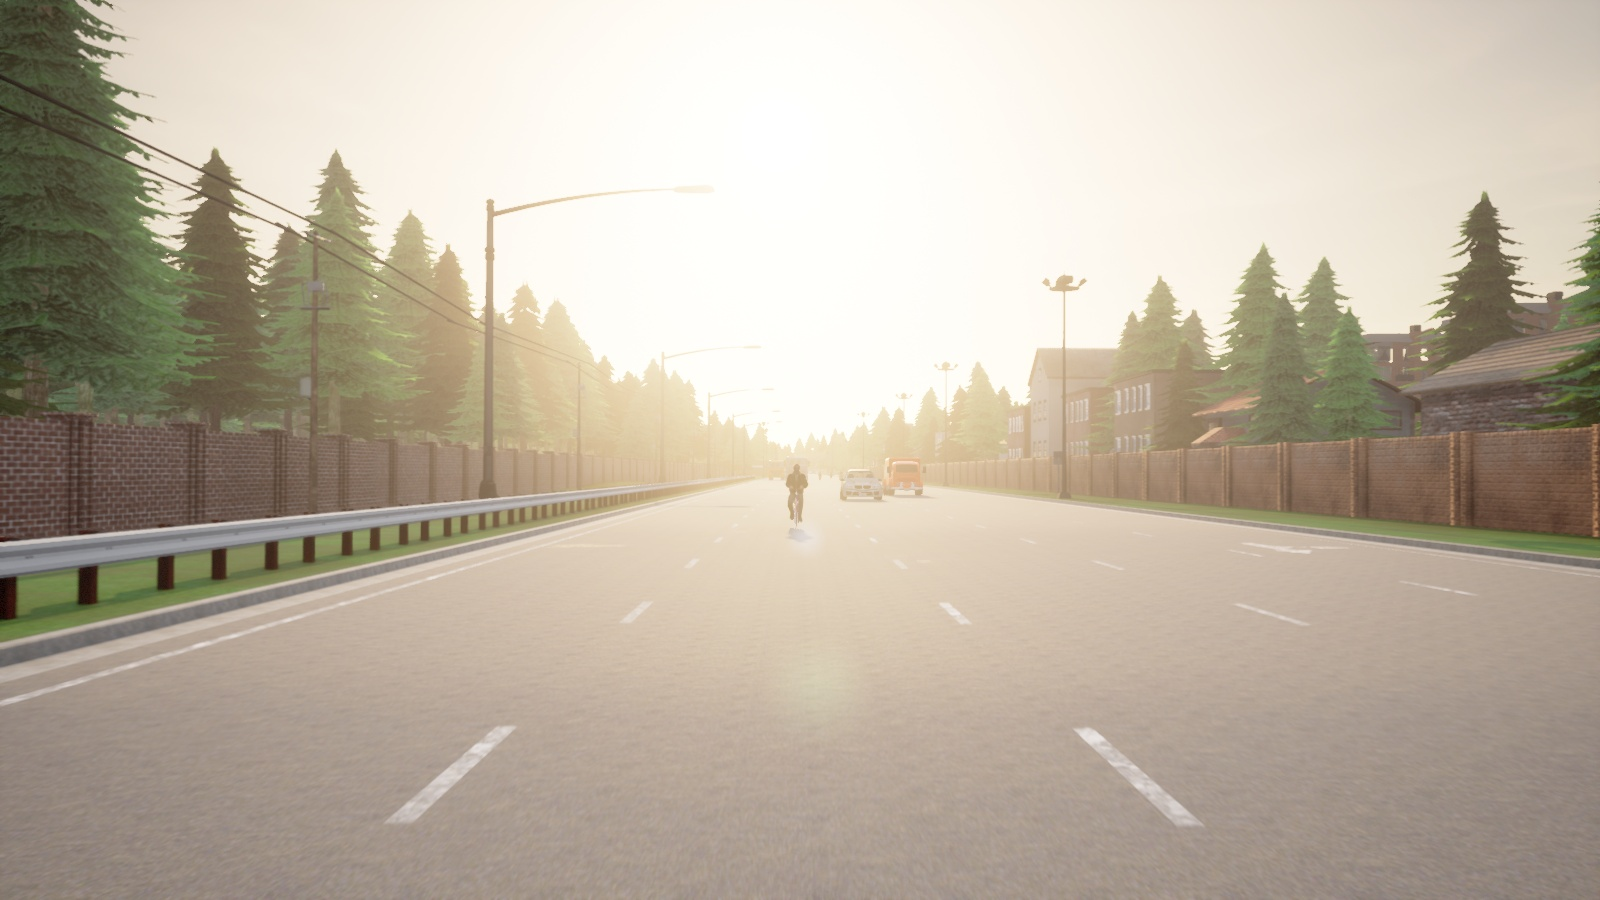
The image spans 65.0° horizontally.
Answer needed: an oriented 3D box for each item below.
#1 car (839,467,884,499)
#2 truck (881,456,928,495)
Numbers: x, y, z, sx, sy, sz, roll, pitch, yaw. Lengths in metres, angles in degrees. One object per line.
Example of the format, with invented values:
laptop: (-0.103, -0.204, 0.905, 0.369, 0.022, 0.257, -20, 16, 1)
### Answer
car: (3.329, 1.796, 68.691, 2.242, 1.667, 4.611, 0, -1, 0)
truck: (6.794, 1.678, 82.257, 2.627, 2.467, 5.204, 0, -1, 0)
